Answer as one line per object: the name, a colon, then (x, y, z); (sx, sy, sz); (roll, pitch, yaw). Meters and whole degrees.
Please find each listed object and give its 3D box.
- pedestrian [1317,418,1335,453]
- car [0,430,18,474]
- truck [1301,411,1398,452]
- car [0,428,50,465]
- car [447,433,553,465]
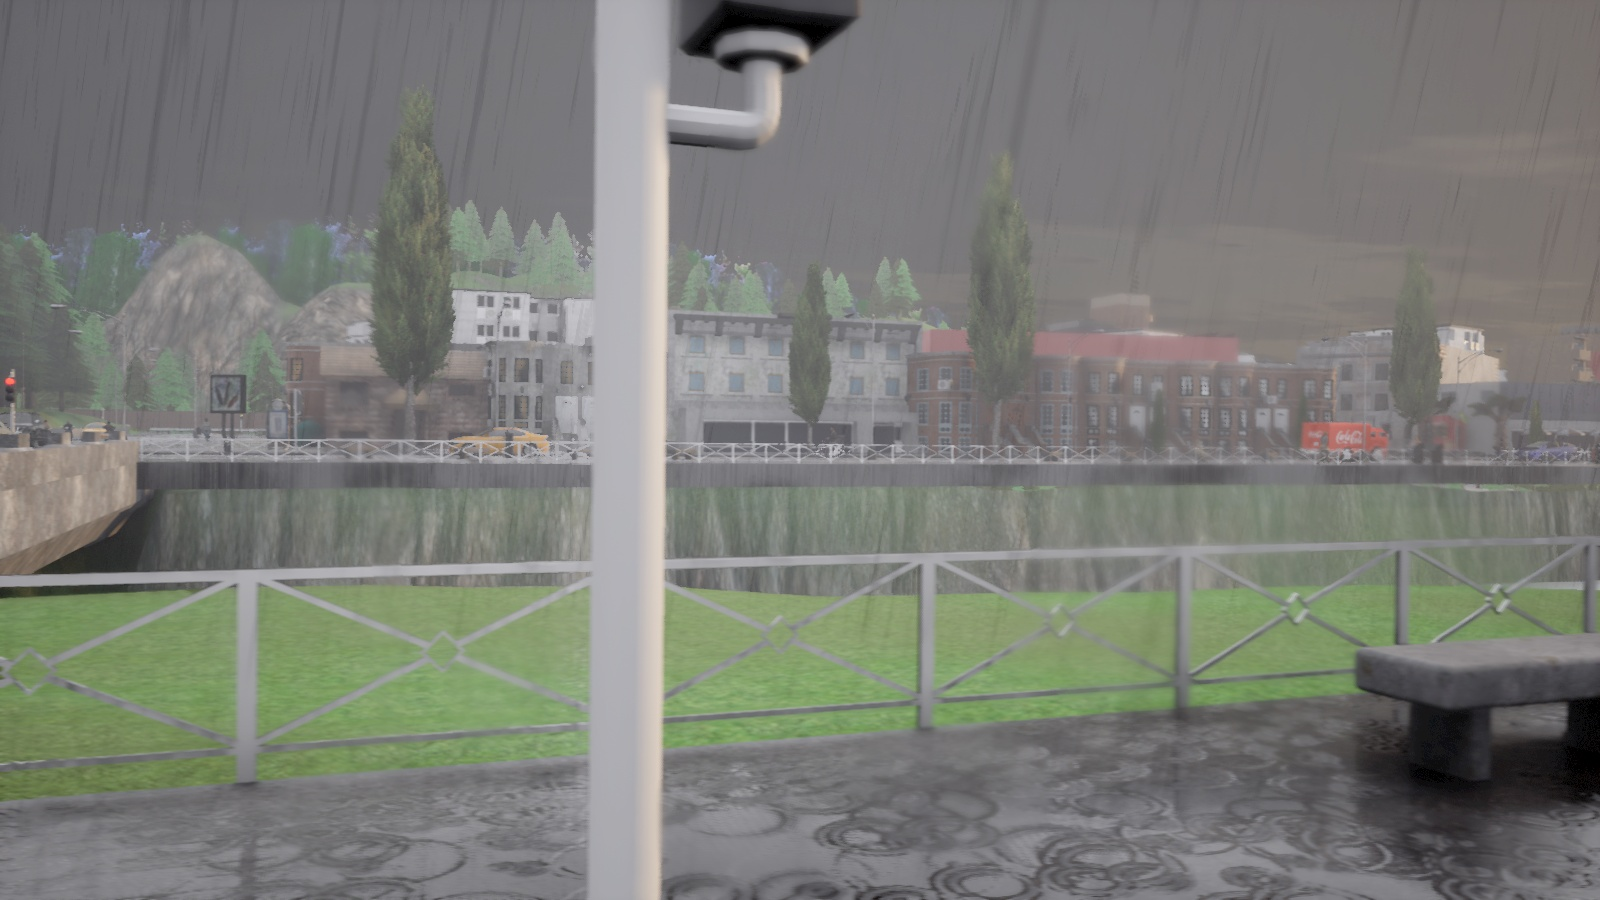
pedestrian: (28.025, -0.760, 66.912); (0.694, 1.848, 0.540); (-1, 1, -24)
car: (-34.903, 0.122, 51.446); (1.932, 1.855, 4.605); (-1, 1, 20)
truck: (34.366, -1.189, 78.494); (5.204, 2.467, 2.627); (-1, 1, -21)
car: (-45.698, -0.224, 73.526); (2.150, 2.045, 5.566); (-1, 1, -21)
car: (-15.257, -0.077, 63.918); (5.008, 1.535, 1.882); (-1, 1, -21)
